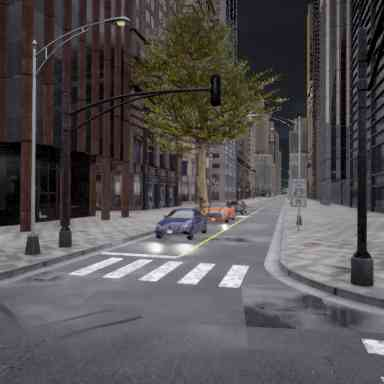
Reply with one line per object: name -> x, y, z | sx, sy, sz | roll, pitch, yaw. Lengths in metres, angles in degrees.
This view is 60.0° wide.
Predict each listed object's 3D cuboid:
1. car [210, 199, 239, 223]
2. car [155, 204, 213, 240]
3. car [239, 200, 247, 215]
car -> 2.228, 1.499, 27.240 | 2.097, 1.767, 4.553 | 0, 0, 16
car -> -0.415, 1.619, 17.922 | 1.812, 1.442, 4.674 | 0, 0, 16
car -> 5.060, 1.719, 37.197 | 1.837, 1.490, 4.892 | 0, 0, 16
